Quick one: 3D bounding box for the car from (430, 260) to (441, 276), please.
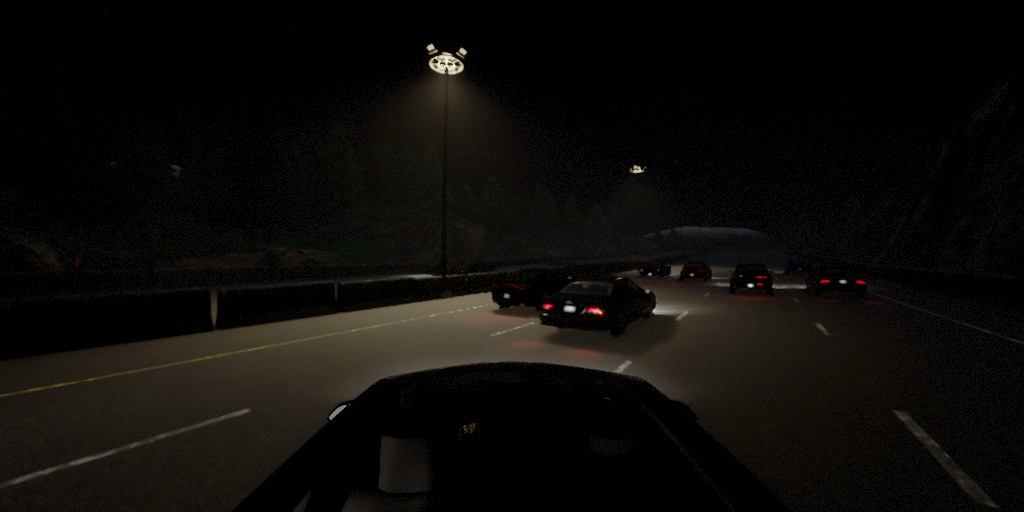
[{"bbox_3d":[-5.481,1.156,36.319,1.882,1.535,5.008,0,0,34],"label":"car"}]

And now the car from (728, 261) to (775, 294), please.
[{"bbox_3d":[13.098,1.176,19.687,1.837,1.490,4.892,0,1,34],"label":"car"}]

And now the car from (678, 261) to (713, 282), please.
[{"bbox_3d":[14.133,1.138,27.534,1.812,1.442,4.674,0,1,34],"label":"car"}]

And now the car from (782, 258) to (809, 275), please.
[{"bbox_3d":[26.313,0.941,33.096,1.882,1.535,5.008,0,1,34],"label":"car"}]

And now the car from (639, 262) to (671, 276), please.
[{"bbox_3d":[12.734,1.191,31.704,1.895,1.301,4.718,0,1,34],"label":"car"}]

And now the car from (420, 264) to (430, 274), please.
[{"bbox_3d":[-7.849,1.201,39.068,1.812,1.442,4.674,0,1,34],"label":"car"}]

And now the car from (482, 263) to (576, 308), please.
[{"bbox_3d":[1.189,1.219,14.504,1.882,1.535,5.008,0,0,34],"label":"car"}]

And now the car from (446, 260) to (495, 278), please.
[{"bbox_3d":[-3.474,1.165,33.031,1.882,1.535,5.008,0,0,34],"label":"car"}]

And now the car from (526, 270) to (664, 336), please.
[{"bbox_3d":[2.756,1.292,10.557,2.033,1.411,5.357,0,0,34],"label":"car"}]

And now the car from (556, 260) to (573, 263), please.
[{"bbox_3d":[5.480,1.119,40.046,2.033,1.411,5.357,0,1,34],"label":"car"}]

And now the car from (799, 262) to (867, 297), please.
[{"bbox_3d":[16.471,1.207,18.431,2.033,1.411,5.357,0,0,34],"label":"car"}]
